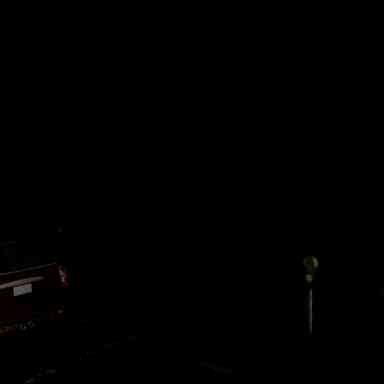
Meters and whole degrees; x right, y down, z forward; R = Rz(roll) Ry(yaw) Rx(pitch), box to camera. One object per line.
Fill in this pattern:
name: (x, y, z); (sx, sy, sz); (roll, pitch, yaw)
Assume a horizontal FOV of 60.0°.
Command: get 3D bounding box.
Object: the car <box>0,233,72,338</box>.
car: (-4.033, 1.440, 5.949); (4.097, 1.590, 1.967); (0, 0, 35)
